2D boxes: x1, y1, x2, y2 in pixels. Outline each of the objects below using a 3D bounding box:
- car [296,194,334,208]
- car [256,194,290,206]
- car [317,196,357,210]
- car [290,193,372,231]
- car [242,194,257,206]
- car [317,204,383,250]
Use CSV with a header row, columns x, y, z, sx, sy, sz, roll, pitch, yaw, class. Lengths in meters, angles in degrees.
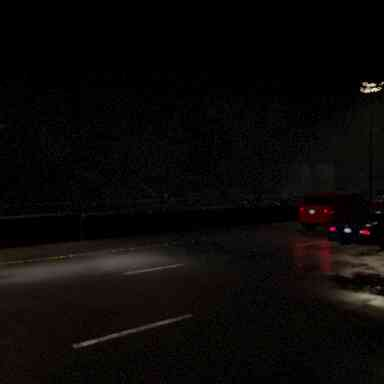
x,y,z,sx,sy,sz,roll,pitch,yaw,class
15.028,1.031,40.487,4.892,1.490,1.837,-1,1,-35,car
10.889,1.066,41.838,4.902,1.511,2.128,-1,1,-35,car
16.157,1.148,36.999,4.718,1.301,1.895,-1,1,-35,car
8.207,1.051,18.180,5.566,2.045,2.150,-1,1,-35,car
8.856,1.066,44.686,4.902,1.511,2.128,-1,1,-35,car
7.689,1.417,13.526,5.357,1.411,2.033,-1,1,-35,car
